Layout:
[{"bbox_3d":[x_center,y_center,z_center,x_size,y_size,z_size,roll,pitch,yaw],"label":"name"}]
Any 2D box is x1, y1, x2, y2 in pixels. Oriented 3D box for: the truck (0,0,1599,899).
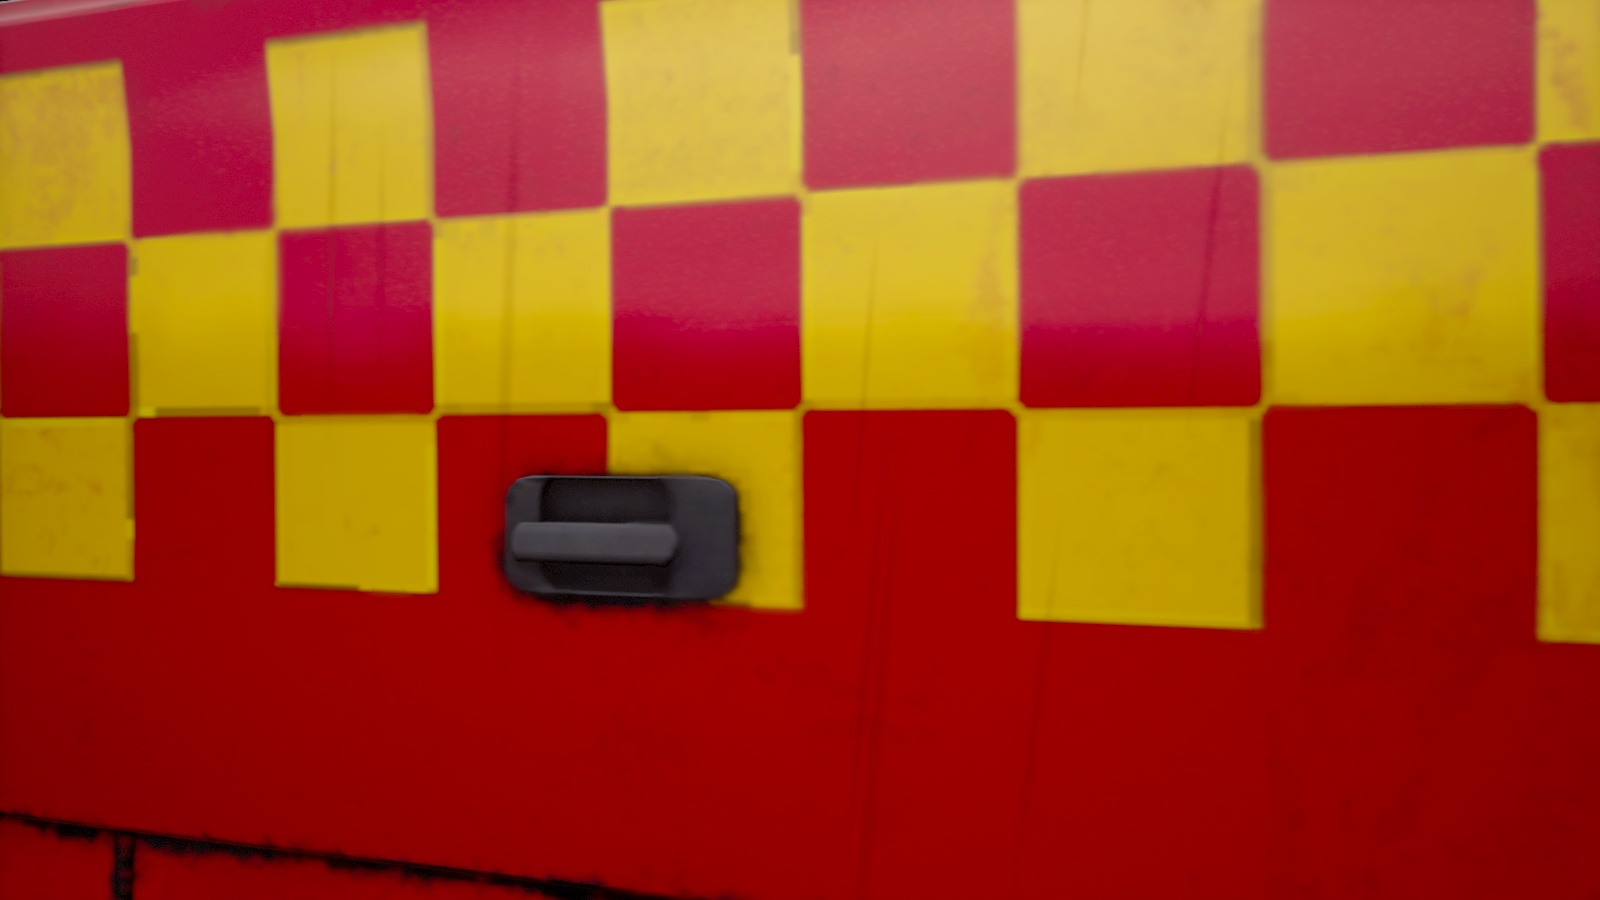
[{"bbox_3d":[0.150,-0.378,2.706,8.468,3.827,2.891,0,1,19],"label":"truck"}]
